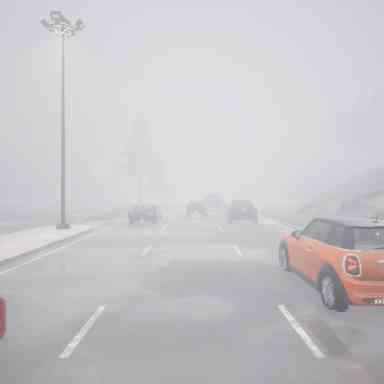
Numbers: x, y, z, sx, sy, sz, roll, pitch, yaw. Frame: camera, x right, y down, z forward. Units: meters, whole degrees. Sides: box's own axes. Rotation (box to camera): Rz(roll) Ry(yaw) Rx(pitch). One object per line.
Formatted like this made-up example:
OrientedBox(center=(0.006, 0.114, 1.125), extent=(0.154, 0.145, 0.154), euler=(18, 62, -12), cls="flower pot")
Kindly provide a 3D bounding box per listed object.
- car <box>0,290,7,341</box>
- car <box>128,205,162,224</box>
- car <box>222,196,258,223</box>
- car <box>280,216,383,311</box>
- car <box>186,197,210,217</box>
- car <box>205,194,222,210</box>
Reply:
OrientedBox(center=(-3.400, 1.219, 1.819), extent=(2.150, 2.045, 5.566), euler=(0, 0, 0), cls="car")
OrientedBox(center=(-3.347, 1.601, 24.696), extent=(1.895, 1.301, 4.718), euler=(0, 0, 1), cls="car")
OrientedBox(center=(3.689, 1.352, 25.631), extent=(2.097, 1.767, 4.553), euler=(0, 0, 1), cls="car")
OrientedBox(center=(3.601, 1.352, 7.902), extent=(2.097, 1.767, 4.553), euler=(0, 0, 0), cls="car")
OrientedBox(center=(0.505, 1.503, 31.387), extent=(1.837, 1.490, 4.892), euler=(0, 0, 4), cls="car")
OrientedBox(center=(2.977, 1.222, 42.976), extent=(2.150, 2.045, 5.566), euler=(0, 0, 15), cls="car")
